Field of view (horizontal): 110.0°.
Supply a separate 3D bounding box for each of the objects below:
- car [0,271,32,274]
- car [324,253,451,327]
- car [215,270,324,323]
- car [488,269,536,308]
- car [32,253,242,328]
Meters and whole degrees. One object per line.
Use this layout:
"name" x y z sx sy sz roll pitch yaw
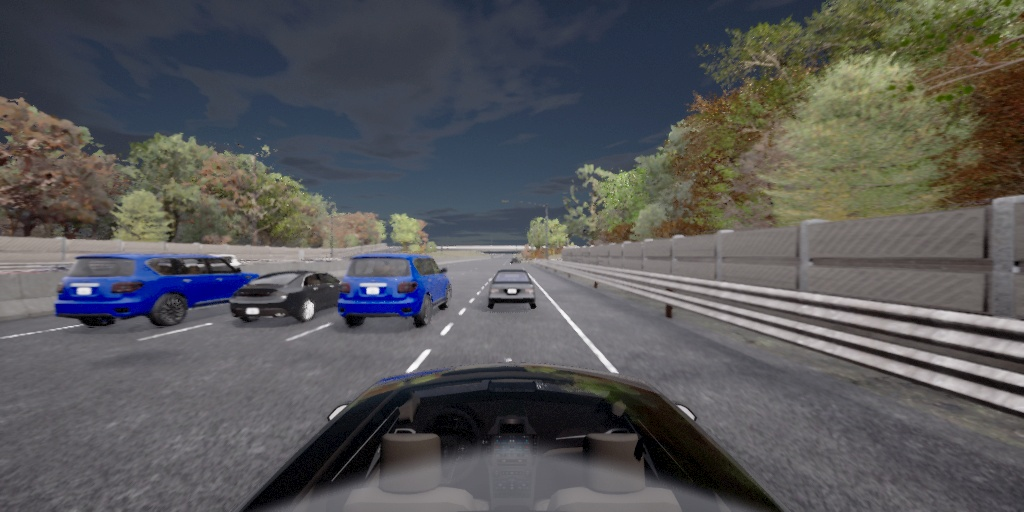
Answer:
"car" -31.593 1.279 24.639 1.895 1.301 4.718 0 0 0
"car" -3.402 0.939 11.456 2.150 2.045 5.566 0 0 0
"car" -6.902 1.220 11.965 1.837 1.490 4.892 0 0 0
"car" -0.003 1.256 14.905 2.033 1.411 5.357 0 0 0
"car" -10.404 0.938 11.405 2.150 2.045 5.566 0 0 0
